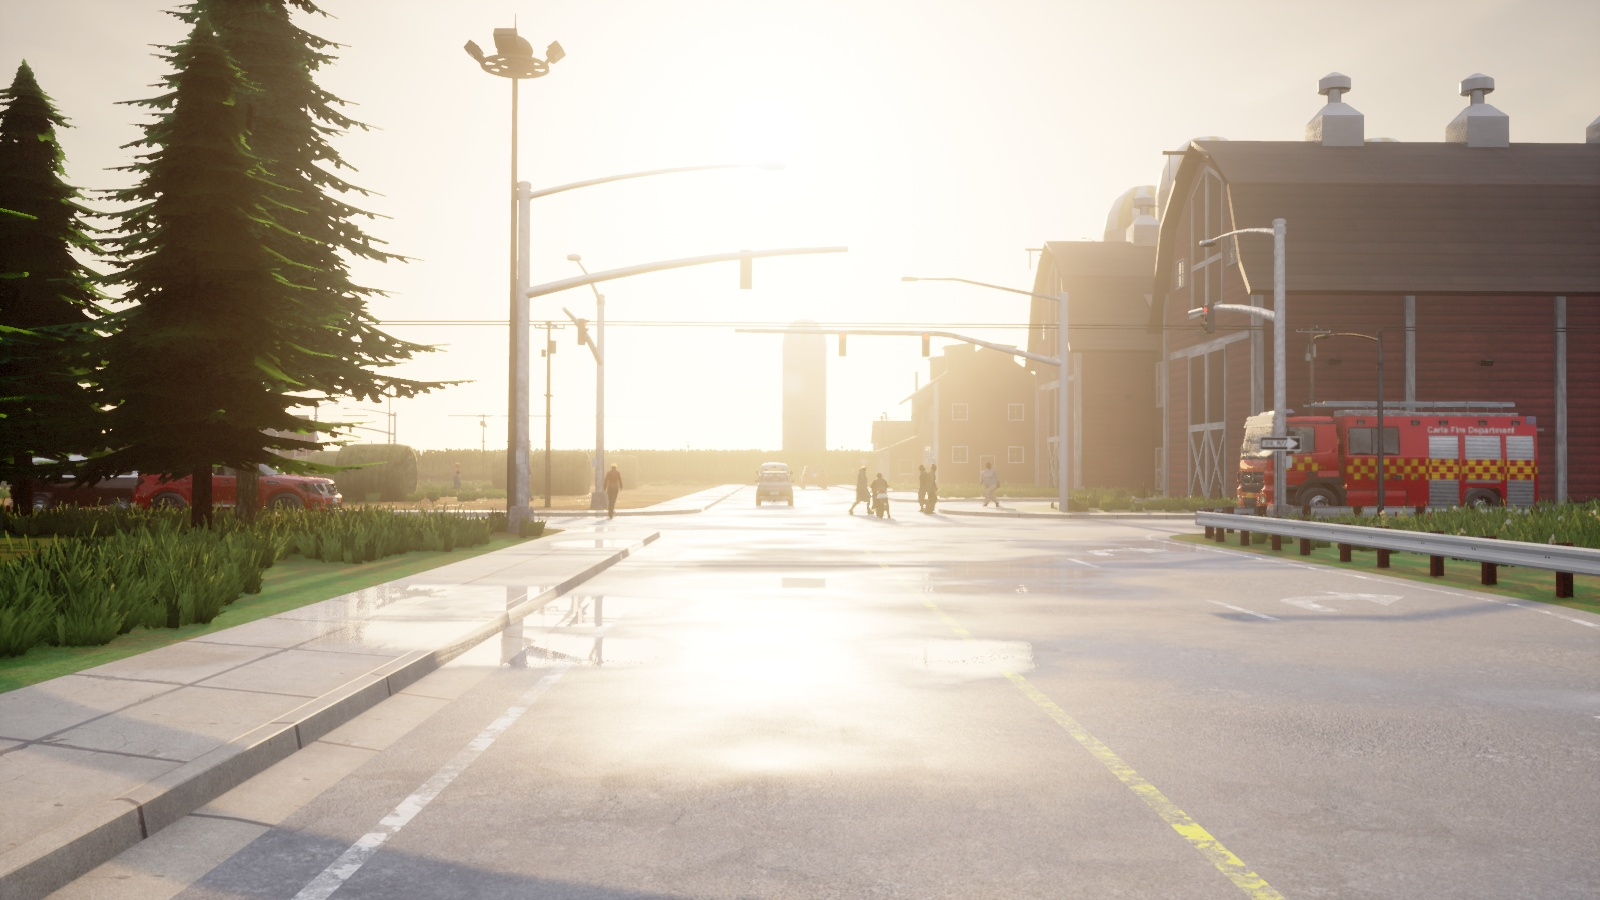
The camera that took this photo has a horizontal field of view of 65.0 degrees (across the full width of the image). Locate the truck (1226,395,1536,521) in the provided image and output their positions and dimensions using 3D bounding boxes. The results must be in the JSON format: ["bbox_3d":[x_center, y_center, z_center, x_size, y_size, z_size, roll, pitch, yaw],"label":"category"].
[{"bbox_3d":[18.224,0.270,39.785,8.468,3.827,2.891,0,-1,0],"label":"truck"}]

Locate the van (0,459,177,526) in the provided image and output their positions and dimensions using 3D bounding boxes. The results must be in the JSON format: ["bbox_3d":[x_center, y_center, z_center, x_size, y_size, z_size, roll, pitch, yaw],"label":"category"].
[{"bbox_3d":[-22.429,1.318,39.625,4.480,2.038,2.069,0,-1,0],"label":"van"}]

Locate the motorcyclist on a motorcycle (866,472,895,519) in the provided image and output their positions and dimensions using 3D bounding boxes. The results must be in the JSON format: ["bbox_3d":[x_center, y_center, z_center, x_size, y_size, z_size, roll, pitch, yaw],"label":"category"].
[{"bbox_3d":[2.689,1.498,42.131,0.797,1.523,2.044,0,-1,-1],"label":"motorcyclist on a motorcycle"}]

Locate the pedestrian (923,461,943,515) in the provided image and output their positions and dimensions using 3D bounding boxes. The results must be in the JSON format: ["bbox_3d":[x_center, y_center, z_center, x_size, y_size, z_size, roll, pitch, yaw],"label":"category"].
[{"bbox_3d":[4.729,1.347,44.720,0.692,1.930,0.396,0,-1,4],"label":"pedestrian"}]

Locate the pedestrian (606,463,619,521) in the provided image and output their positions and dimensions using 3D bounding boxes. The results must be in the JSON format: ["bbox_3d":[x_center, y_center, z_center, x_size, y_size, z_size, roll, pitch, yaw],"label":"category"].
[{"bbox_3d":[-6.053,1.338,40.508,0.331,1.846,0.636,0,-1,-3],"label":"pedestrian"}]

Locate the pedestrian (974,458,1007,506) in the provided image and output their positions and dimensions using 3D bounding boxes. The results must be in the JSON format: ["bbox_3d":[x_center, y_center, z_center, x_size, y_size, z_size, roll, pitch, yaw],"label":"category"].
[{"bbox_3d":[7.372,1.238,48.561,0.900,1.855,0.874,0,-1,-33],"label":"pedestrian"}]

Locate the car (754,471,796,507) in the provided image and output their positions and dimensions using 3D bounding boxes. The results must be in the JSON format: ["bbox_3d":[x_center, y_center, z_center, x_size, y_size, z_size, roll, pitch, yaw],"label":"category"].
[{"bbox_3d":[-1.126,1.743,56.643,1.789,1.549,3.705,0,-1,-1],"label":"car"}]

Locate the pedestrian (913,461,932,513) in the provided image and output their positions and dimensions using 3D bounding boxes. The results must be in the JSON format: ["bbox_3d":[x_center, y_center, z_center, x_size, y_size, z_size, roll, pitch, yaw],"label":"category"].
[{"bbox_3d":[4.602,1.389,47.202,0.666,1.930,0.402,0,-1,-5],"label":"pedestrian"}]

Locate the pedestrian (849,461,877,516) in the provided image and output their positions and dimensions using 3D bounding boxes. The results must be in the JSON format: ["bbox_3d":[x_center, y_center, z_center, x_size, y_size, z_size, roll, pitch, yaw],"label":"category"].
[{"bbox_3d":[2.240,1.358,44.772,0.873,1.952,0.659,0,-1,-10],"label":"pedestrian"}]

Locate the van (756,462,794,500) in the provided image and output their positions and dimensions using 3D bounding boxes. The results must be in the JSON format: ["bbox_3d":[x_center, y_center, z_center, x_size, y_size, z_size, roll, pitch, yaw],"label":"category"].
[{"bbox_3d":[-1.439,1.734,71.052,2.069,2.038,4.480,0,-1,-1],"label":"van"}]

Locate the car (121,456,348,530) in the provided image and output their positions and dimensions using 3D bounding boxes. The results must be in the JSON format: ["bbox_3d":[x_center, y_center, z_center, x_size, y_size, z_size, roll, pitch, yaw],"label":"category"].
[{"bbox_3d":[-16.168,1.231,36.146,5.566,2.045,2.150,0,-1,0],"label":"car"}]
